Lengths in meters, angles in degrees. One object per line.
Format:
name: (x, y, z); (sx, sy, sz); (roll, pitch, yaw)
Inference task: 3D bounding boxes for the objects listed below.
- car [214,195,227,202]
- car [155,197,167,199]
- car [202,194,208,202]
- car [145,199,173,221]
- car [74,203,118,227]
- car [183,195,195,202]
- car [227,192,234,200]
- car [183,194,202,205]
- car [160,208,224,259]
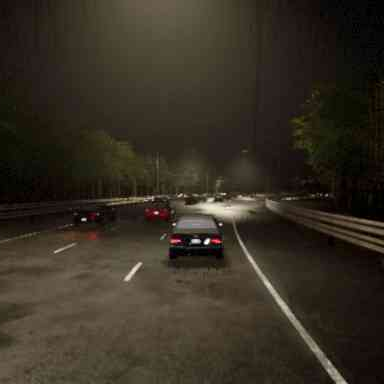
car: (5.960, 1.445, 72.095); (1.994, 1.385, 4.181); (0, 0, 10)
car: (-4.361, 1.442, 47.547); (2.128, 1.511, 4.902); (1, 0, 6)
car: (2.171, 1.246, 70.633); (2.097, 1.767, 4.553); (0, 0, 9)
car: (-2.554, 1.544, 27.091); (1.994, 1.385, 4.181); (0, 0, 4)
car: (-6.357, 1.495, 22.315); (1.812, 1.442, 4.674); (1, 0, 3)
car: (-0.637, 1.469, 75.090); (1.895, 1.301, 4.718); (0, 0, 10)
car: (9.591, 1.381, 91.360); (1.994, 1.385, 4.181); (0, 0, 12)
car: (0.141, 1.447, 55.839); (1.837, 1.490, 4.892); (0, 0, 7)
car: (0.192, 1.541, 12.606); (2.033, 1.411, 5.357); (0, 0, 2)
